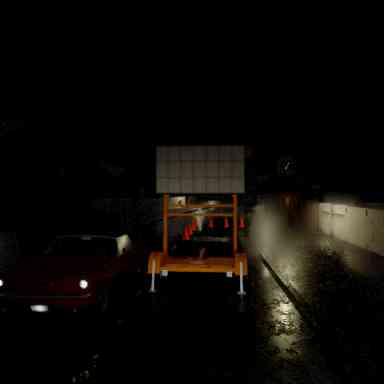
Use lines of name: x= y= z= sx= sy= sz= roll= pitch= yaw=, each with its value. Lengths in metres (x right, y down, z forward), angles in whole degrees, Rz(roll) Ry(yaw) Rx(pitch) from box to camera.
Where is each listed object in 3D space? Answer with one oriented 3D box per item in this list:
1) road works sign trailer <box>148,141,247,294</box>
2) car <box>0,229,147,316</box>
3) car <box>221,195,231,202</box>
road works sign trailer: x=0.226 y=0.470 z=8.834 sx=2.380 sy=3.560 sz=2.880 roll=0 pitch=0 yaw=5
car: x=-2.390 y=1.607 z=7.671 sx=1.895 sy=1.301 sz=4.718 roll=0 pitch=0 yaw=3
car: x=9.046 y=1.490 z=87.886 sx=2.150 sy=2.045 sz=5.566 roll=0 pitch=0 yaw=0
